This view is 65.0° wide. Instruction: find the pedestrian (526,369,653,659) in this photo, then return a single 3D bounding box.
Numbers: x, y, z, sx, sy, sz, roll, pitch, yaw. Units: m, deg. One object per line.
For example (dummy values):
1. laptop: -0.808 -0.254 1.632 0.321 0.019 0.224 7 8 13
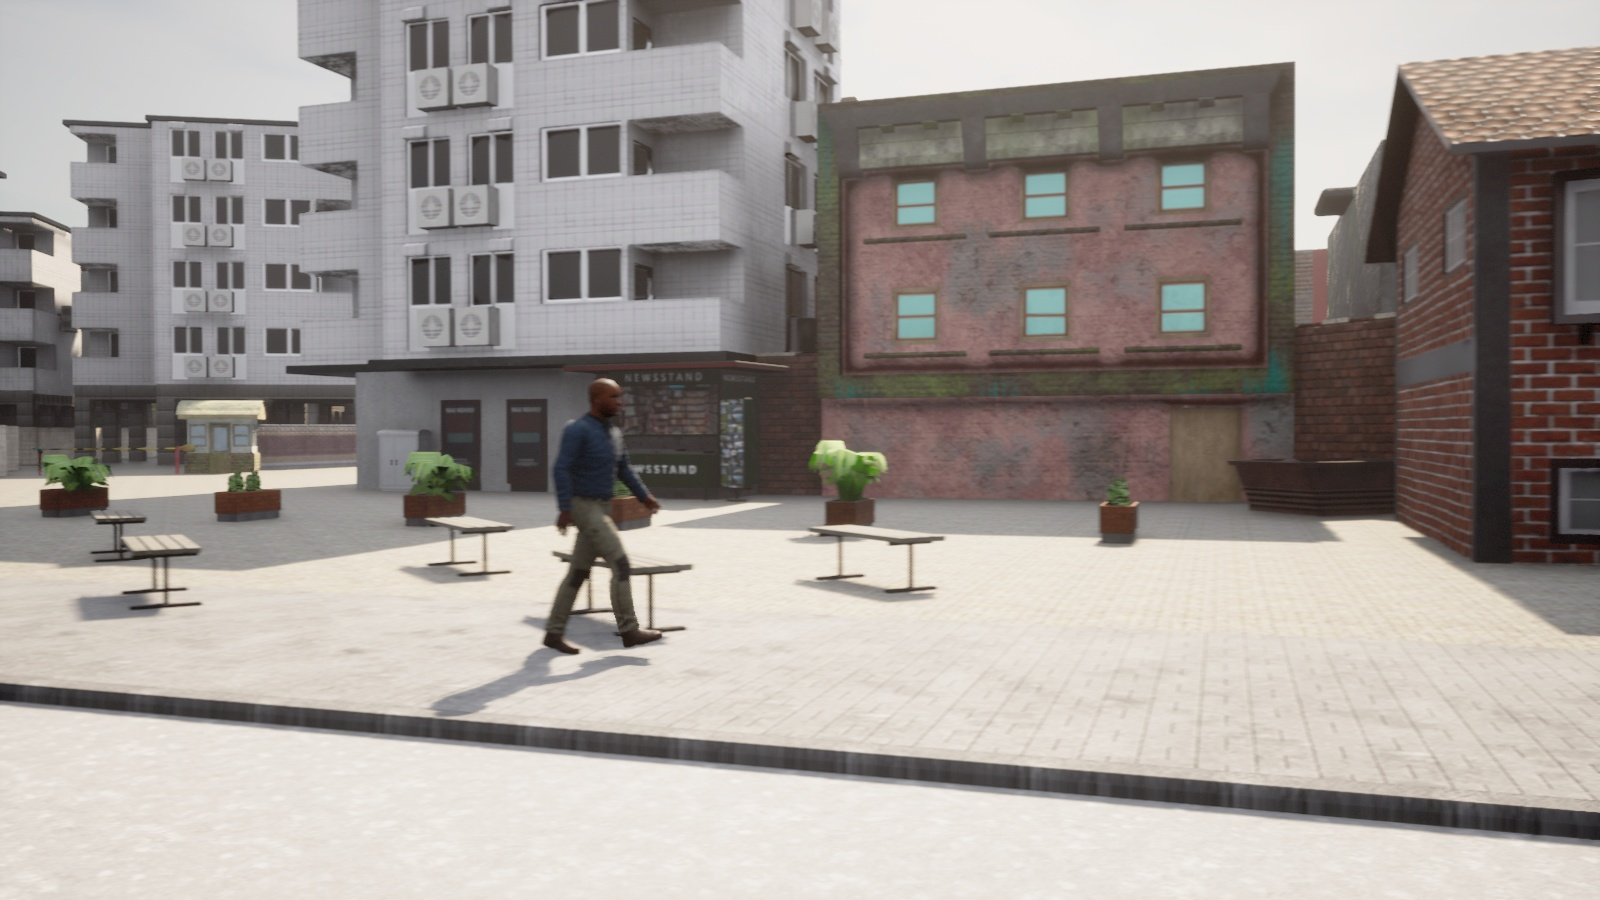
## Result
1. pedestrian: -1.372 0.400 8.208 0.726 1.835 0.370 1 1 18
